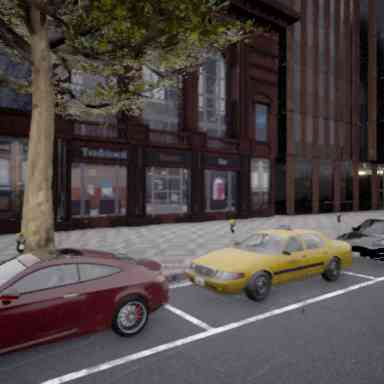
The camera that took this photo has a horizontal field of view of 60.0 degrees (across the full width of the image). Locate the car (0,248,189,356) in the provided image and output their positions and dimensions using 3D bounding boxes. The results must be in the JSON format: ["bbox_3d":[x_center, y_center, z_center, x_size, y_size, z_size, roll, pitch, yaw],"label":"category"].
[{"bbox_3d":[-2.326,1.582,5.103,4.206,1.307,1.802,0,0,-35],"label":"car"}]

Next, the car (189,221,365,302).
[{"bbox_3d":[2.127,1.522,8.278,4.829,1.417,1.752,0,0,-35],"label":"car"}]

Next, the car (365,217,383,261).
[{"bbox_3d":[6.857,1.560,11.652,4.313,1.339,1.947,0,0,-35],"label":"car"}]
